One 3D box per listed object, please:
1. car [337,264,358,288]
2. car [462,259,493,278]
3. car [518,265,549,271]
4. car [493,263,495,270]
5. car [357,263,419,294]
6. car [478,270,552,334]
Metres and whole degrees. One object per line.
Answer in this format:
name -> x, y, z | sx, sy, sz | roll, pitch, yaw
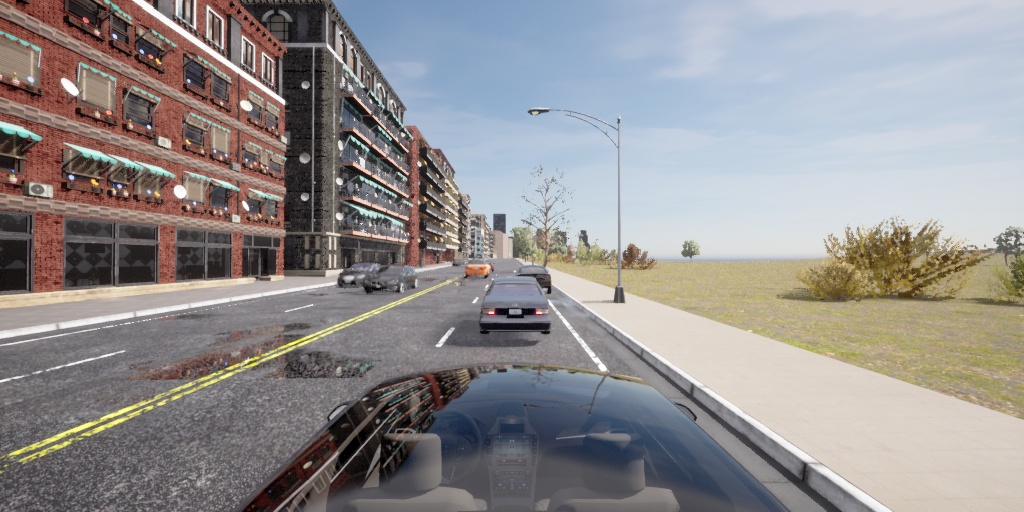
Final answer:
car -> -9.872, 1.244, 24.043 | 2.128, 1.511, 4.902 | 0, 0, 0
car -> -3.179, 1.103, 34.007 | 2.097, 1.767, 4.553 | 0, 0, 0
car -> 1.119, 1.230, 20.327 | 1.882, 1.535, 5.008 | 0, 0, 0
car -> -3.192, 1.277, 45.527 | 1.812, 1.442, 4.674 | 0, 0, 0
car -> -6.618, 1.257, 20.169 | 1.837, 1.490, 4.892 | 0, 0, 0
car -> 0.094, 1.299, 10.564 | 2.033, 1.411, 5.357 | 0, 0, 0
